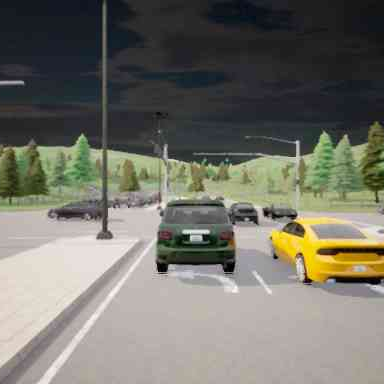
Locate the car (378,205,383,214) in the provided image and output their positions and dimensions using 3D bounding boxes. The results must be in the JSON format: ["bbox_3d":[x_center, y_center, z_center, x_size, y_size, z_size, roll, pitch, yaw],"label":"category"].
[{"bbox_3d":[20.832,1.538,32.732,4.674,1.442,1.812,0,0,1],"label":"car"}]

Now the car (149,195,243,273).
[{"bbox_3d":[0.098,1.225,10.801,2.150,2.045,5.566,0,0,0],"label":"car"}]

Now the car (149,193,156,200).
[{"bbox_3d":[-8.006,1.373,57.490,2.097,1.767,4.553,0,0,0],"label":"car"}]

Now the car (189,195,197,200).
[{"bbox_3d":[0.243,1.587,92.160,1.994,1.385,4.181,0,0,2],"label":"car"}]

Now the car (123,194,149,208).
[{"bbox_3d":[-8.070,1.510,48.409,2.128,1.511,4.902,0,0,0],"label":"car"}]

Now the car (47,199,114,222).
[{"bbox_3d":[-9.140,1.515,26.545,4.892,1.490,1.837,0,-2,13],"label":"car"}]

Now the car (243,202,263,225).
[{"bbox_3d":[3.598,1.515,24.257,1.837,1.490,4.892,0,0,0],"label":"car"}]

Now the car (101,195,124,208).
[{"bbox_3d":[-11.615,1.544,48.065,1.812,1.442,4.674,0,0,1],"label":"car"}]

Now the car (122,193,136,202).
[{"bbox_3d":[-14.995,1.254,79.097,2.150,2.045,5.566,0,0,0],"label":"car"}]

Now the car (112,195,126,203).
[{"bbox_3d":[-15.007,1.503,68.556,1.882,1.535,5.008,0,0,0],"label":"car"}]

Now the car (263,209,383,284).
[{"bbox_3d":[3.597,1.481,9.591,1.882,1.535,5.008,0,0,0],"label":"car"}]

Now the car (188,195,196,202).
[{"bbox_3d":[0.030,1.508,81.830,1.882,1.535,5.008,0,0,1],"label":"car"}]

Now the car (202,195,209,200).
[{"bbox_3d":[3.746,1.630,92.206,1.895,1.301,4.718,0,0,2],"label":"car"}]

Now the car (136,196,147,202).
[{"bbox_3d":[-11.506,1.581,76.034,1.994,1.385,4.181,0,0,0],"label":"car"}]

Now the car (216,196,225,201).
[{"bbox_3d":[7.034,1.626,82.284,1.895,1.301,4.718,0,0,1],"label":"car"}]

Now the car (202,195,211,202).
[{"bbox_3d":[3.528,1.556,81.608,2.128,1.511,4.902,0,0,1],"label":"car"}]

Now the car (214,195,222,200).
[{"bbox_3d":[7.247,1.512,92.224,1.882,1.535,5.008,0,0,2],"label":"car"}]

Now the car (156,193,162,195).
[{"bbox_3d":[-8.006,1.254,76.490,2.150,2.045,5.566,0,0,0],"label":"car"}]

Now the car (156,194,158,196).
[{"bbox_3d":[-8.007,1.588,65.998,1.994,1.385,4.181,0,0,0],"label":"car"}]

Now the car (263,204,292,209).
[{"bbox_3d":[7.097,1.611,27.516,1.895,1.301,4.718,0,0,0],"label":"car"}]

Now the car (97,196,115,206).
[{"bbox_3d":[-15.006,1.526,58.168,1.837,1.490,4.892,0,0,0],"label":"car"}]
